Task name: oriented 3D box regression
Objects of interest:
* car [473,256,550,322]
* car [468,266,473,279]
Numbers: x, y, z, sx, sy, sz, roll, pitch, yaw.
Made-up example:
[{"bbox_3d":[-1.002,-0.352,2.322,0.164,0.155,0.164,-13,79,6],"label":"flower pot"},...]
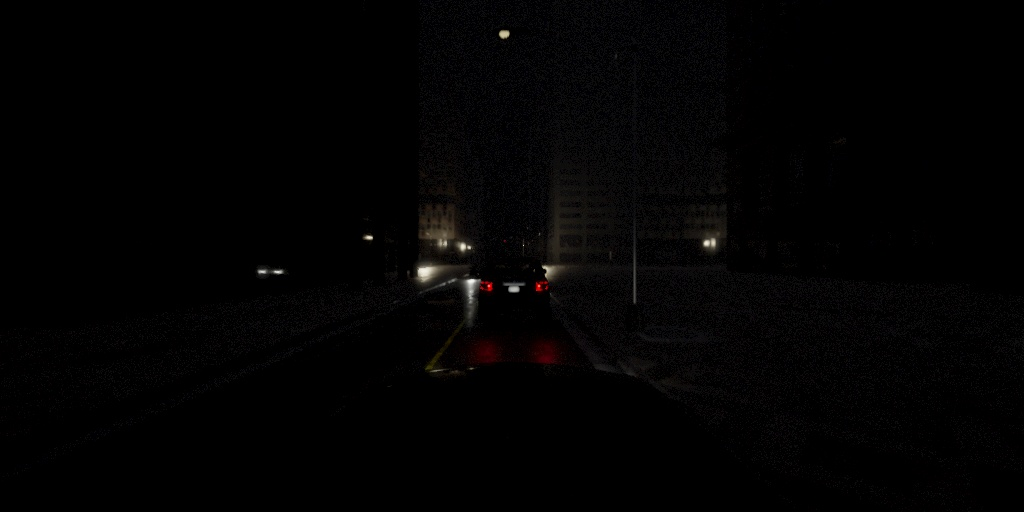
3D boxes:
[{"bbox_3d":[0.078,1.030,12.658,2.150,2.045,5.566,0,0,0],"label":"car"},{"bbox_3d":[-3.108,1.435,35.234,1.837,1.490,4.892,0,0,0],"label":"car"}]
